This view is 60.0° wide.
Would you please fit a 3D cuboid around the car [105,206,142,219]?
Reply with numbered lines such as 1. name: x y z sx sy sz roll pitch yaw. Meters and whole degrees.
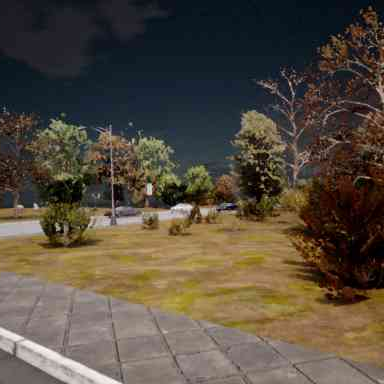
1. car: -8.495 2.479 40.898 2.033 1.411 5.357 -3 -2 32

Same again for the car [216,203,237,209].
1. car: 5.504 2.300 49.744 1.895 1.301 4.718 -3 -2 32

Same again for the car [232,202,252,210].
1. car: 9.414 2.577 62.496 1.895 1.301 4.718 -3 -2 33

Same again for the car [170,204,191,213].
1. car: -1.569 2.540 51.920 1.812 1.442 4.674 -3 -2 32
